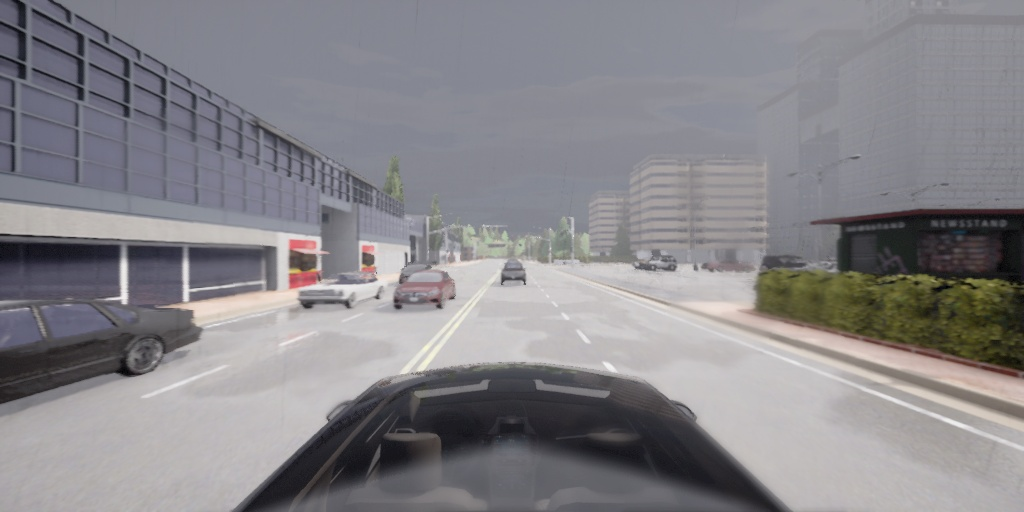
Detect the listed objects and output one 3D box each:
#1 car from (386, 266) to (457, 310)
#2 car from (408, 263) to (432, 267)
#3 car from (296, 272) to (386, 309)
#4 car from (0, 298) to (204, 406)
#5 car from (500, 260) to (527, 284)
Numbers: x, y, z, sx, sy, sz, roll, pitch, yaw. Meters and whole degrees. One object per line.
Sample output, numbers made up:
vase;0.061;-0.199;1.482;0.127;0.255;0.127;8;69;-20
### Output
car;-3.482;1.304;15.070;1.812;1.442;4.674;0;0;0
car;-6.963;1.308;26.848;1.837;1.490;4.892;0;0;0
car;-6.979;1.388;15.278;1.895;1.301;4.718;0;0;0
car;-7.101;1.323;4.746;2.033;1.411;5.357;0;0;0
car;0.115;1.267;26.754;2.128;1.511;4.902;0;0;0
